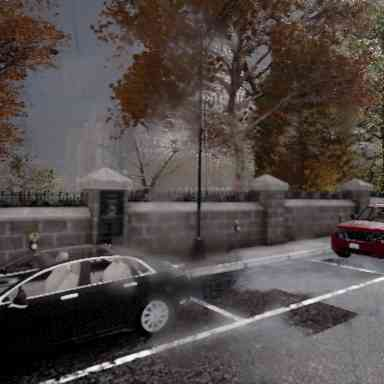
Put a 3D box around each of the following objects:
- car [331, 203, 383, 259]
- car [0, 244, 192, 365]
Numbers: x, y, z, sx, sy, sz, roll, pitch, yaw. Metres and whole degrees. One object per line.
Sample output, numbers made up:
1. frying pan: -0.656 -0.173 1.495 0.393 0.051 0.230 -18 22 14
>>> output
1. car: 6.950 1.314 11.498 5.009 1.841 2.192 0 1 -35
2. car: -2.045 1.551 5.085 4.403 1.369 2.008 0 1 -35
